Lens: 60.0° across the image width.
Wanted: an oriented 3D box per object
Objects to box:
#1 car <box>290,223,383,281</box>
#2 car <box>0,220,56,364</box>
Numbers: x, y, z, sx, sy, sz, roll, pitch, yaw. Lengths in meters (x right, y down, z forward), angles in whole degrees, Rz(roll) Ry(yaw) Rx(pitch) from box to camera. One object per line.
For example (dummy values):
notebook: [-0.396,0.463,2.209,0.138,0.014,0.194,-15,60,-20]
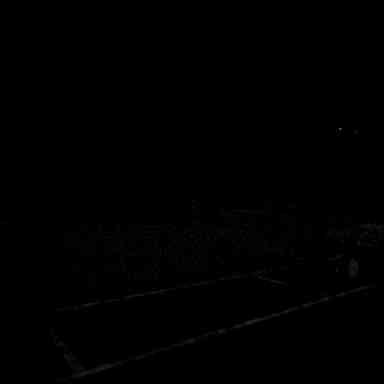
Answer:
car: [4.803,1.641,10.071,4.403,1.369,2.008,1,0,-35]
car: [-4.171,1.302,3.672,5.009,1.841,2.192,1,0,-35]
